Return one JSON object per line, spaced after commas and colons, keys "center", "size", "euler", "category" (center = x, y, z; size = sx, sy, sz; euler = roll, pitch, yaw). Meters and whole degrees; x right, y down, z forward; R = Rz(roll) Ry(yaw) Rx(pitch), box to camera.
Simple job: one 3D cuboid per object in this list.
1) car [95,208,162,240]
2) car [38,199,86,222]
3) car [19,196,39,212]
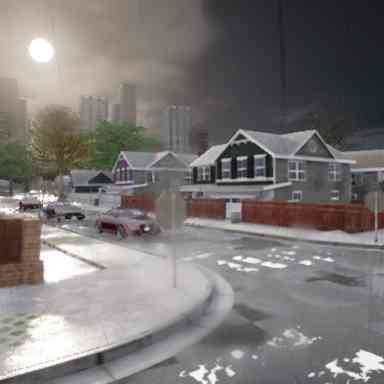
{"center": [-3.312, 1.510, 16.931], "size": [1.994, 1.385, 4.181], "euler": [-1, 1, -39], "category": "car"}
{"center": [-9.749, 1.401, 25.117], "size": [2.033, 1.411, 5.357], "euler": [-1, 1, -37], "category": "car"}
{"center": [-17.351, 1.210, 35.836], "size": [1.882, 1.535, 5.008], "euler": [-1, 1, -34], "category": "car"}
